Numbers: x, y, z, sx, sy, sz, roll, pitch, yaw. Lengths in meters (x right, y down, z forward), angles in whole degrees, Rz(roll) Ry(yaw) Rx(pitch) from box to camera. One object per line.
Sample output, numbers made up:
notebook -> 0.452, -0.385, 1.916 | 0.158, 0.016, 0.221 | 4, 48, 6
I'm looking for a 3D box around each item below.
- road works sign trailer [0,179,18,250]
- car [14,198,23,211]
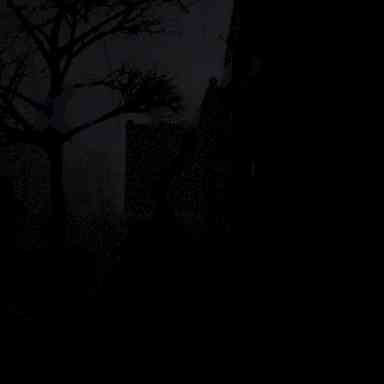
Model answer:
road works sign trailer -> -7.741, 0.871, 10.840 | 3.560, 2.380, 2.880 | -4, 4, -9
car -> -20.280, 1.341, 35.830 | 1.882, 1.535, 5.008 | 1, 0, 5
